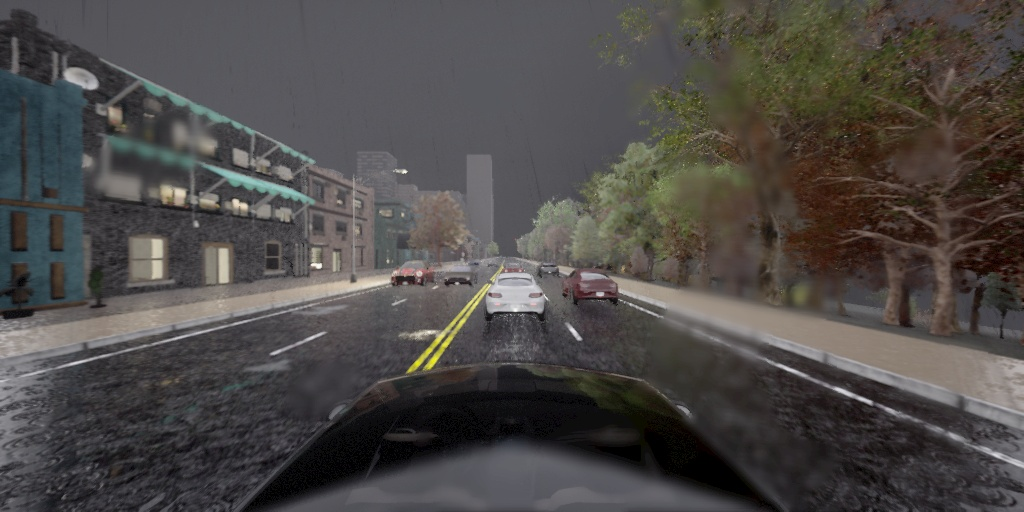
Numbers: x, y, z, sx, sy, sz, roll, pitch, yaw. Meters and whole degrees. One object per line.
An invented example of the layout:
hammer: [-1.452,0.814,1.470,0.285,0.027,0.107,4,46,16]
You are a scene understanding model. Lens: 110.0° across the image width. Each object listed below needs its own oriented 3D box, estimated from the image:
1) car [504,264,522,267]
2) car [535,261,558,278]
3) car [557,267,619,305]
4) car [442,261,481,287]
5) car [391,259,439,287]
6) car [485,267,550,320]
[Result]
car: [0.096,1.345,33.252,1.895,1.301,4.718,0,0,0]
car: [3.345,1.235,34.068,2.128,1.511,4.902,0,0,0]
car: [3.335,1.273,15.877,1.812,1.442,4.674,0,0,0]
car: [-3.354,1.293,24.576,2.033,1.411,5.357,0,0,0]
car: [-6.601,1.098,24.424,2.097,1.767,4.553,0,0,0]
car: [0.099,1.274,12.472,1.812,1.442,4.674,0,0,0]
